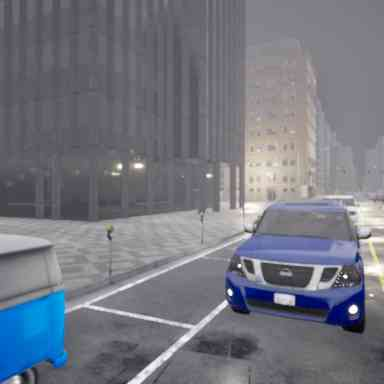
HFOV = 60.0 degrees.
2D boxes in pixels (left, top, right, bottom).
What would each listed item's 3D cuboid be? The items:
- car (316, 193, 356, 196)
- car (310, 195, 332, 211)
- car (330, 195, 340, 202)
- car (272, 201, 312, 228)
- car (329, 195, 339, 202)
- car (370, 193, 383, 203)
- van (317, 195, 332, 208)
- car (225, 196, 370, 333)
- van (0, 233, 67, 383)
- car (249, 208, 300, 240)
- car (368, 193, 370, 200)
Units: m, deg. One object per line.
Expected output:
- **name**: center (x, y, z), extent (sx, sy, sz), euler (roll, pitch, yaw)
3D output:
- **car**: center (9.365, 1.238, 21.217), extent (2.150, 2.045, 5.566), euler (0, 0, 26)
- **car**: center (16.773, 1.327, 43.094), extent (2.192, 1.841, 5.009), euler (0, 0, 26)
- **car**: center (33.458, 1.507, 77.583), extent (1.947, 1.339, 4.313), euler (0, 0, 26)
- **car**: center (6.949, 1.450, 22.787), extent (1.967, 1.590, 4.097), euler (0, 0, 26)
- **car**: center (30.921, 1.480, 72.339), extent (1.752, 1.417, 4.829), euler (0, 0, 26)
- **car**: center (38.659, 1.285, 68.754), extent (2.192, 1.841, 5.009), euler (0, 0, 26)
- **van**: center (19.229, 1.352, 48.173), extent (1.690, 1.788, 3.998), euler (0, 0, 26)
- **car**: center (2.560, 1.228, 7.380), extent (2.150, 2.045, 5.566), euler (0, 0, 26)
- **van**: center (-2.876, 1.336, 2.478), extent (1.690, 1.788, 3.998), euler (0, 0, 26)
- **car**: center (4.492, 1.590, 17.709), extent (1.802, 1.307, 4.206), euler (0, 0, 26)
- **car**: center (43.585, 1.487, 78.939), extent (1.887, 1.381, 4.507), euler (0, 0, 26)
